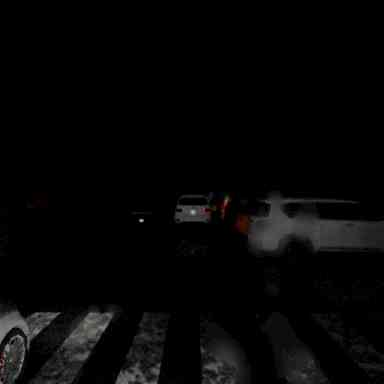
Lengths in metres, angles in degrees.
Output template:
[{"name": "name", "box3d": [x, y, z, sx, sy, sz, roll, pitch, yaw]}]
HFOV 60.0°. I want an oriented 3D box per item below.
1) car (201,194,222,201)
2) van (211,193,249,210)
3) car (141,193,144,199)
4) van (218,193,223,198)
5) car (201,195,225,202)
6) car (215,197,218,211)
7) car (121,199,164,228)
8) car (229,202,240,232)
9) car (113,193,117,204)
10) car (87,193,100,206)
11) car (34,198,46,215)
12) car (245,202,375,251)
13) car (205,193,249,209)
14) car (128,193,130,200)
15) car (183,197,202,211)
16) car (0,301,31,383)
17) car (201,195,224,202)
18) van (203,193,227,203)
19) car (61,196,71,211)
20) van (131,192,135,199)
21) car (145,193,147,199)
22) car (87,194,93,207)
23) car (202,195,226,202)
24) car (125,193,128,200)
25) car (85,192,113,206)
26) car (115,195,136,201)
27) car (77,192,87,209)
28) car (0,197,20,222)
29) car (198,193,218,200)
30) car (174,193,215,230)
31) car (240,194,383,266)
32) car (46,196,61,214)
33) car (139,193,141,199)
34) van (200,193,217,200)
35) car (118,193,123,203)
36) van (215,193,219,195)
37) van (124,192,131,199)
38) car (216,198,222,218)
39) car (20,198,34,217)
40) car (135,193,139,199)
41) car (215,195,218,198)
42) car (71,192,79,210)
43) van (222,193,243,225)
[{"name": "car", "box3d": [4.477, 1.273, 77.216, 4.553, 1.767, 2.185, 0, 0, 0]}, {"name": "van", "box3d": [4.687, 1.145, 41.373, 4.442, 1.987, 1.878, 0, 0, 0]}, {"name": "car", "box3d": [-15.649, 1.155, 84.318, 5.566, 2.045, 2.435, 0, 0, 0]}, {"name": "van", "box3d": [4.711, 1.181, 27.588, 4.442, 1.987, 1.878, 0, 0, 0]}, {"name": "car", "box3d": [4.511, 1.383, 71.701, 4.892, 1.521, 2.231, 0, 0, 0]}, {"name": "car", "box3d": [4.587, 1.438, 30.345, 4.674, 1.452, 2.002, 0, 0, 0]}, {"name": "car", "box3d": [-2.935, 1.432, 21.710, 2.128, 1.511, 4.902, 0, 0, 0]}, {"name": "car", "box3d": [4.608, 1.446, 16.432, 5.008, 1.535, 2.097, 0, 0, 0]}, {"name": "car", "box3d": [-15.464, 1.319, 53.873, 5.366, 1.575, 1.946, 0, 0, 0]}, {"name": "car", "box3d": [-15.635, 1.324, 45.537, 4.892, 1.521, 2.231, 0, 0, 0]}, {"name": "car", "box3d": [-15.657, 1.230, 28.862, 4.553, 1.767, 2.185, 0, 0, 0]}, {"name": "car", "box3d": [4.649, 1.329, 13.675, 4.553, 1.767, 2.185, 0, 0, 0]}, {"name": "car", "box3d": [4.594, 1.115, 44.132, 5.566, 2.045, 2.435, 0, 0, 0]}, {"name": "car", "box3d": [-15.660, 1.383, 67.643, 4.674, 1.452, 2.002, 0, 0, 0]}, {"name": "car", "box3d": [0.034, 1.382, 39.004, 2.128, 1.511, 4.902, 0, 0, 0]}, {"name": "car", "box3d": [-2.906, 1.519, 2.201, 1.812, 1.442, 4.674, 0, 0, 0]}, {"name": "car", "box3d": [4.506, 1.391, 74.459, 4.892, 1.521, 2.231, 0, 0, 0]}, {"name": "van", "box3d": [4.415, 1.140, 63.307, 4.442, 1.987, 1.878, 0, 0, 0]}, {"name": "car", "box3d": [-15.637, 1.342, 34.421, 4.892, 1.521, 2.231, 0, 0, 0]}, {"name": "van", "box3d": [-15.551, 1.133, 73.326, 4.442, 1.987, 1.878, 0, 0, 0]}, {"name": "car", "box3d": [-15.712, 1.184, 90.003, 5.566, 2.045, 2.435, 0, 0, 0]}, {"name": "car", "box3d": [-15.636, 1.366, 42.758, 4.674, 1.452, 2.002, 0, 0, 0]}, {"name": "car", "box3d": [4.516, 1.377, 68.945, 4.892, 1.521, 2.231, 0, 0, 0]}, {"name": "car", "box3d": [-15.630, 1.366, 64.989, 4.792, 1.488, 2.163, 0, 0, 0]}, {"name": "car", "box3d": [-15.618, 1.070, 51.095, 5.566, 2.045, 2.435, 0, 0, 0]}, {"name": "car", "box3d": [-15.670, 1.421, 78.884, 4.674, 1.452, 2.002, 0, 0, 0]}, {"name": "car", "box3d": [-15.605, 1.204, 39.979, 4.553, 1.767, 2.185, 0, 0, 0]}, {"name": "car", "box3d": [-15.435, 1.370, 23.305, 5.366, 1.575, 1.946, 0, 0, 0]}, {"name": "car", "box3d": [4.508, 1.219, 93.761, 5.566, 2.045, 2.435, 0, 0, 0]}, {"name": "car", "box3d": [0.077, 1.168, 21.033, 2.150, 2.045, 5.566, 0, 0, 0]}, {"name": "car", "box3d": [4.651, 1.211, 11.039, 5.566, 2.045, 2.435, 0, 0, 0]}, {"name": "car", "box3d": [-15.624, 1.348, 31.644, 5.008, 1.535, 2.097, 0, 0, 0]}, {"name": "car", "box3d": [-15.672, 1.432, 81.598, 4.674, 1.452, 2.002, 0, 0, 0]}, {"name": "van", "box3d": [4.372, 1.218, 88.246, 4.442, 1.987, 1.878, 0, 0, 0]}, {"name": "car", "box3d": [-15.626, 1.075, 59.430, 5.566, 2.045, 2.435, 0, 0, 0]}, {"name": "van", "box3d": [4.697, 1.156, 35.861, 4.442, 1.987, 1.878, 0, 0, 0]}, {"name": "van", "box3d": [-15.782, 1.125, 70.548, 4.442, 1.987, 1.878, 0, 0, 0]}, {"name": "car", "box3d": [4.604, 1.417, 24.830, 5.008, 1.535, 2.097, 0, 0, 0]}, {"name": "car", "box3d": [-15.618, 1.364, 26.084, 5.008, 1.535, 2.097, 0, 0, 0]}, {"name": "car", "box3d": [-15.698, 1.118, 76.106, 5.566, 2.045, 2.435, 0, 0, 0]}, {"name": "car", "box3d": [4.399, 1.387, 33.102, 5.366, 1.575, 1.946, 0, 0, 0]}, {"name": "car", "box3d": [-15.602, 1.209, 37.198, 4.553, 1.767, 2.185, 0, 0, 0]}, {"name": "van", "box3d": [4.487, 1.201, 22.072, 4.442, 1.987, 1.878, 0, 0, 0]}]
